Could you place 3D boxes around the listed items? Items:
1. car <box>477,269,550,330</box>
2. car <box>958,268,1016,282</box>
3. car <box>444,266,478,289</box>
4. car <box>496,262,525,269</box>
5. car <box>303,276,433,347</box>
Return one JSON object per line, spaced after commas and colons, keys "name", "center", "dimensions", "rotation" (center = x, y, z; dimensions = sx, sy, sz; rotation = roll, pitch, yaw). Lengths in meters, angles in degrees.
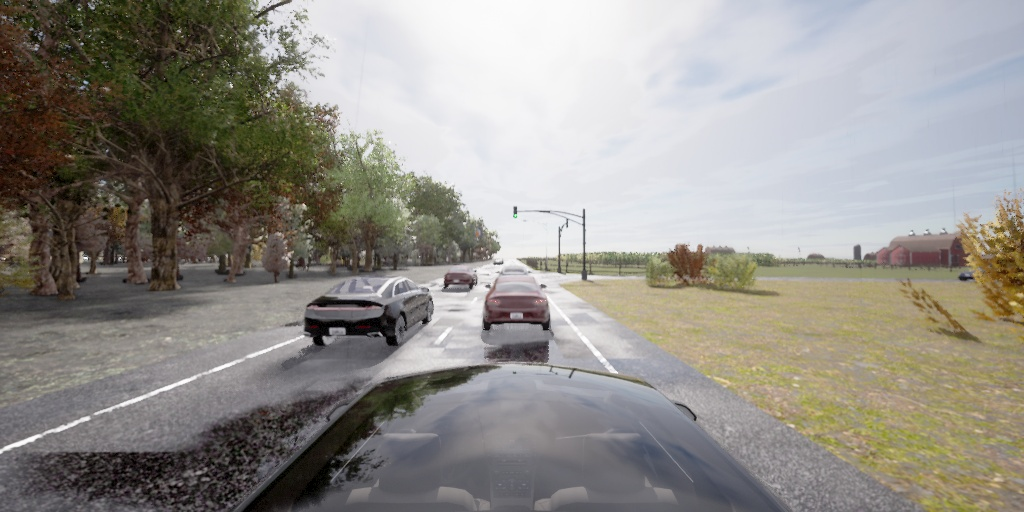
{"name": "car", "center": [0.120, 1.310, 11.134], "dimensions": [1.812, 1.442, 4.674], "rotation": [0, 0, 0]}
{"name": "car", "center": [48.978, 1.966, 36.965], "dimensions": [4.181, 1.385, 1.994], "rotation": [1, -1, 0]}
{"name": "car", "center": [-3.369, 1.356, 24.022], "dimensions": [1.812, 1.442, 4.674], "rotation": [0, 0, 0]}
{"name": "car", "center": [0.126, 1.329, 21.773], "dimensions": [1.837, 1.490, 4.892], "rotation": [0, 0, 0]}
{"name": "car", "center": [-3.388, 1.267, 9.392], "dimensions": [2.128, 1.511, 4.902], "rotation": [0, 0, 0]}
